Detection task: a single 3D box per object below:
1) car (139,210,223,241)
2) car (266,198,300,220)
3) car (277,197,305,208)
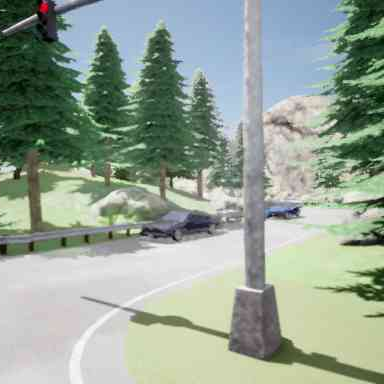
[{"bbox_3d":[-0.367,1.682,17.831,2.033,1.411,5.357,-1,0,37],"label":"car"},{"bbox_3d":[8.229,1.599,29.989,1.882,1.535,5.008,-1,0,35],"label":"car"},{"bbox_3d":[13.412,1.407,45.250,1.812,1.442,4.674,-1,0,-8],"label":"car"}]
